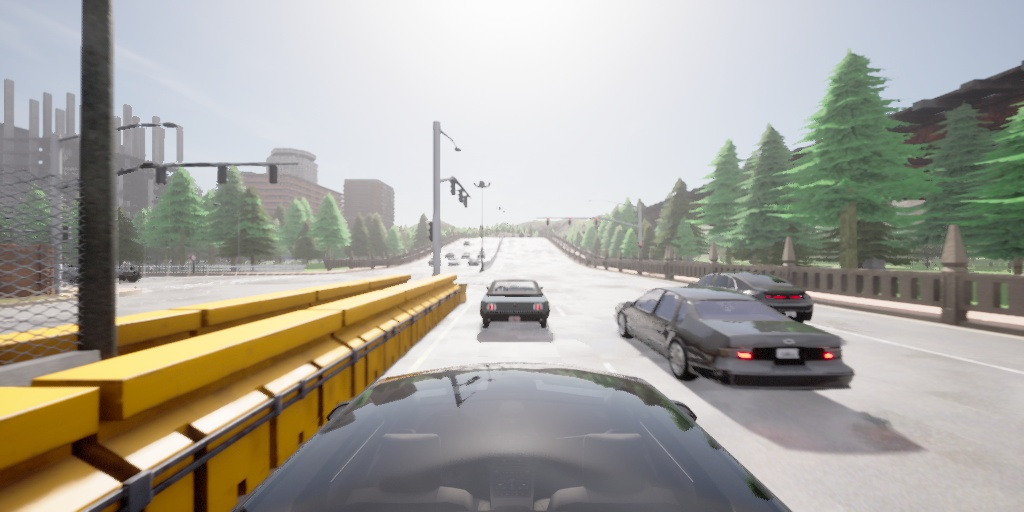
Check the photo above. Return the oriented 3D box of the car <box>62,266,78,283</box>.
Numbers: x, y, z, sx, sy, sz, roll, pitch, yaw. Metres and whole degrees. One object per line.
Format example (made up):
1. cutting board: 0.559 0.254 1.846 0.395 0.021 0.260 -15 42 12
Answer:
1. car: -31.840 1.338 24.797 4.181 1.385 1.994 0 0 2

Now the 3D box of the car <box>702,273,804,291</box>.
1. car: 7.079 1.264 11.532 1.837 1.490 4.892 0 -1 0

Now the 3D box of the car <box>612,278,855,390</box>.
1. car: 3.561 1.303 7.124 2.033 1.411 5.357 0 0 0

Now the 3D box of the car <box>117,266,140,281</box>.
1. car: -32.104 1.341 28.308 4.181 1.385 1.994 0 0 2

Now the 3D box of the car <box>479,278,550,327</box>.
1. car: 0.080 1.361 11.552 1.895 1.301 4.718 0 0 0
